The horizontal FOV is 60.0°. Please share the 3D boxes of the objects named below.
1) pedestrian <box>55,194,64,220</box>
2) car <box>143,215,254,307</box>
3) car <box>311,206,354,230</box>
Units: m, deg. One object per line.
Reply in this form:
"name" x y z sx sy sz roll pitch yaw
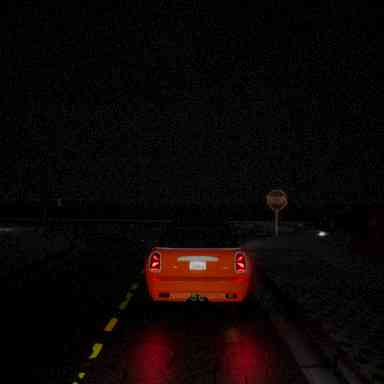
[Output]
"pedestrian" -9.673 1.069 24.313 0.375 1.860 0.375 0 -1 0
"car" 0.182 1.354 8.150 2.097 1.767 4.553 0 0 2
"car" 10.332 1.635 21.506 5.008 1.535 1.882 1 0 0
